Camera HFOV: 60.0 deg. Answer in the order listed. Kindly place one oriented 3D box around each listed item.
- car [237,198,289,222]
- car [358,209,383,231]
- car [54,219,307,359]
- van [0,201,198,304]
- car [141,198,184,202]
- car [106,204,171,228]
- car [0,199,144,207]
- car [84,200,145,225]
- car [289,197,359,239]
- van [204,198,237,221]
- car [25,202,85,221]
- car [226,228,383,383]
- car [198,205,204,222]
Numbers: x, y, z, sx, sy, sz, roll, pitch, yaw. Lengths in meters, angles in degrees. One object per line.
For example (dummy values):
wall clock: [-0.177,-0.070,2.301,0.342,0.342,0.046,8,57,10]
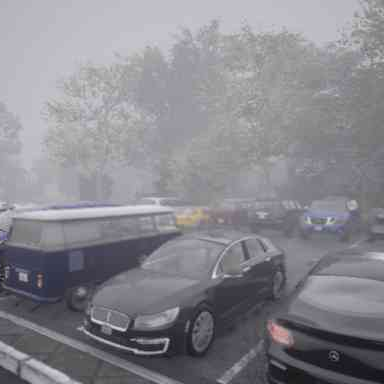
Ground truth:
car: [5.096,1.337,19.033,2.435,2.045,5.566,-1,0,35]
car: [9.623,1.560,15.814,2.163,1.488,4.792,-1,0,35]
car: [0.274,1.554,6.385,2.231,1.521,4.892,-1,0,35]
van: [-1.952,1.357,8.103,1.878,1.987,4.442,-1,0,35]
car: [-1.690,1.407,23.858,2.435,2.045,5.566,-1,0,35]
car: [-3.983,1.711,25.418,2.163,1.488,4.792,-1,0,35]
car: [-4.318,1.355,9.608,2.435,2.045,5.566,-1,0,35]
car: [-6.213,1.579,27.077,2.185,1.767,4.553,-1,0,35]
car: [7.326,1.309,17.377,2.435,2.045,5.566,-1,0,35]
van: [2.885,1.386,20.713,1.878,1.987,4.442,-1,0,35]
car: [-13.012,1.776,31.881,2.231,1.521,4.892,-1,0,35]
car: [2.554,1.563,4.753,2.002,1.452,4.674,-1,0,35]
car: [0.666,1.632,22.377,1.946,1.575,5.366,-1,0,35]
